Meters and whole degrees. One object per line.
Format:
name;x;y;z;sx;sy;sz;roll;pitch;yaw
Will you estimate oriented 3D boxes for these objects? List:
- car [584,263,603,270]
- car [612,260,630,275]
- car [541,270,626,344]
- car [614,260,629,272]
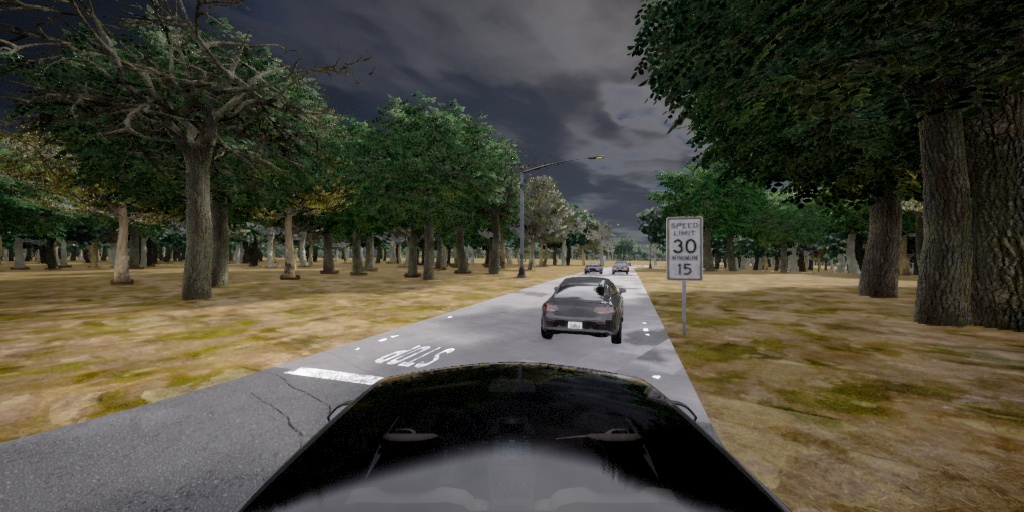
car;10.109;1.500;44.058;1.994;1.385;4.181;0;-1;18
car;13.001;1.483;42.990;2.033;1.411;5.357;0;-1;18
car;2.029;1.278;9.657;1.812;1.442;4.674;0;0;18
car;16.179;1.429;52.830;2.097;1.767;4.553;0;-1;18
